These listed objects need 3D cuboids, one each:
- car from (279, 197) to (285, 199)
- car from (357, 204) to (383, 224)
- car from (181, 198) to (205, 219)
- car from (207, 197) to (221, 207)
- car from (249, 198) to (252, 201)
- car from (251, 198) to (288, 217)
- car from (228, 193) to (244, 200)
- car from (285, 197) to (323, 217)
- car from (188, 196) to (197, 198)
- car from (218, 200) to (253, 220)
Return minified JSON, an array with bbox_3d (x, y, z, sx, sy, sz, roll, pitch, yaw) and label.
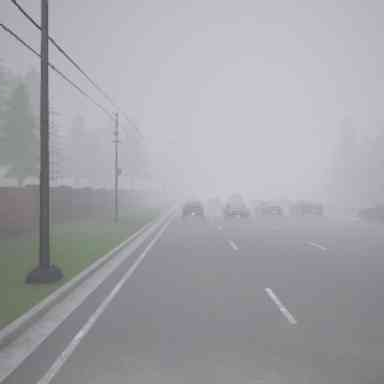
[{"bbox_3d":[14.018,1.530,51.357,1.837,1.490,4.892,0,0,0],"label":"car"},{"bbox_3d":[14.105,1.558,24.141,2.033,1.411,5.357,0,0,0],"label":"car"},{"bbox_3d":[0.107,1.519,29.672,1.837,1.490,4.892,0,0,0],"label":"car"},{"bbox_3d":[3.535,1.533,53.160,1.837,1.490,4.892,0,1,0],"label":"car"},{"bbox_3d":[10.554,1.627,55.173,1.895,1.301,4.718,0,0,1],"label":"car"},{"bbox_3d":[7.094,1.540,30.833,1.812,1.442,4.674,0,0,0],"label":"car"},{"bbox_3d":[7.041,1.249,53.860,2.150,2.045,5.566,0,0,1],"label":"car"},{"bbox_3d":[10.607,1.492,31.271,1.882,1.535,5.008,0,0,0],"label":"car"},{"bbox_3d":[0.048,1.377,54.468,2.097,1.767,4.553,0,0,1],"label":"car"},{"bbox_3d":[3.608,1.614,28.313,1.895,1.301,4.718,0,0,0],"label":"car"}]
